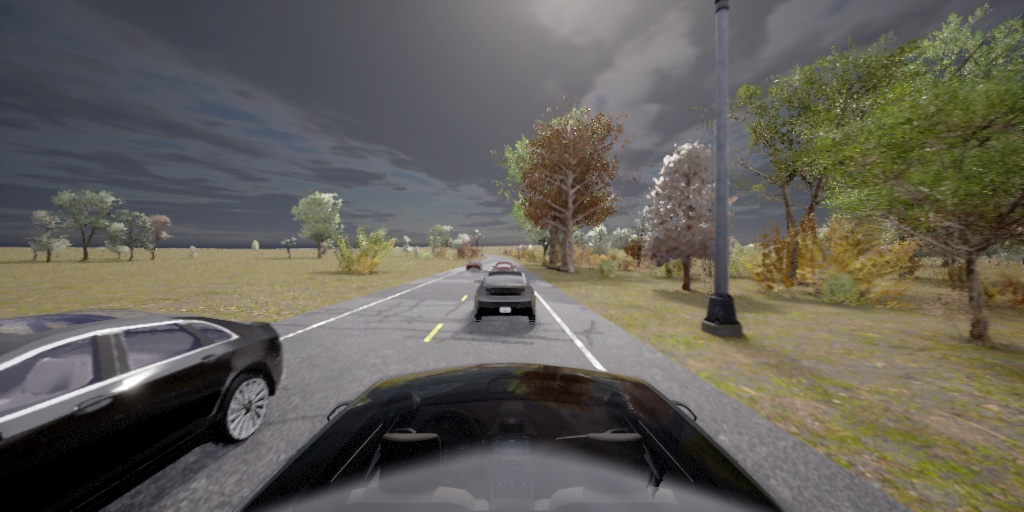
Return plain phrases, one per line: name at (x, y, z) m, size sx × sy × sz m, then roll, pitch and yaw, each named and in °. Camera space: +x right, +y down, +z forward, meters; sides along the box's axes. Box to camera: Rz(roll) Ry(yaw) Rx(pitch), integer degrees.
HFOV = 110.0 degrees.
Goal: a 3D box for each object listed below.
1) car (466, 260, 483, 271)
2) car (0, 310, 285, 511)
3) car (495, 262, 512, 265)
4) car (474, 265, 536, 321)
car at (-4.736, 1.191, 45.171) m, size 1.895 × 1.301 × 4.718 m, roll 0°, pitch 0°, yaw -1°
car at (-3.700, 1.236, 2.450) m, size 2.128 × 1.511 × 4.902 m, roll 0°, pitch 0°, yaw -1°
car at (-0.653, 1.183, 29.058) m, size 1.812 × 1.442 × 4.674 m, roll 0°, pitch 0°, yaw -1°
car at (-0.242, 1.223, 12.239) m, size 1.837 × 1.490 × 4.892 m, roll 0°, pitch 0°, yaw -1°
